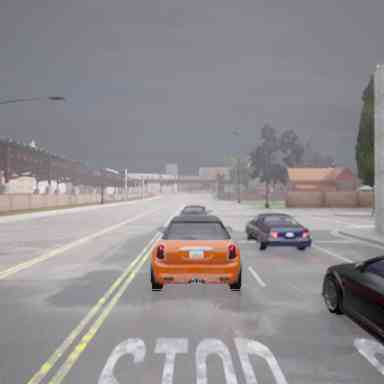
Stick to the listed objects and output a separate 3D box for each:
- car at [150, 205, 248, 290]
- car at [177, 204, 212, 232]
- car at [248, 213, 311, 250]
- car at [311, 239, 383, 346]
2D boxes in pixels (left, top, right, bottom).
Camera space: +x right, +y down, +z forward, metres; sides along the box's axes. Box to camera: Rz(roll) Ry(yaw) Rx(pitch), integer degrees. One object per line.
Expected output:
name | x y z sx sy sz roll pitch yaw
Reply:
car | 0.096 1.407 9.409 2.097 1.767 4.553 0 0 0
car | 0.275 1.638 22.161 1.837 1.490 4.892 -1 0 6
car | 3.593 1.634 14.725 2.033 1.411 5.357 0 0 0
car | 3.600 1.593 5.035 1.994 1.385 4.181 0 -1 0
